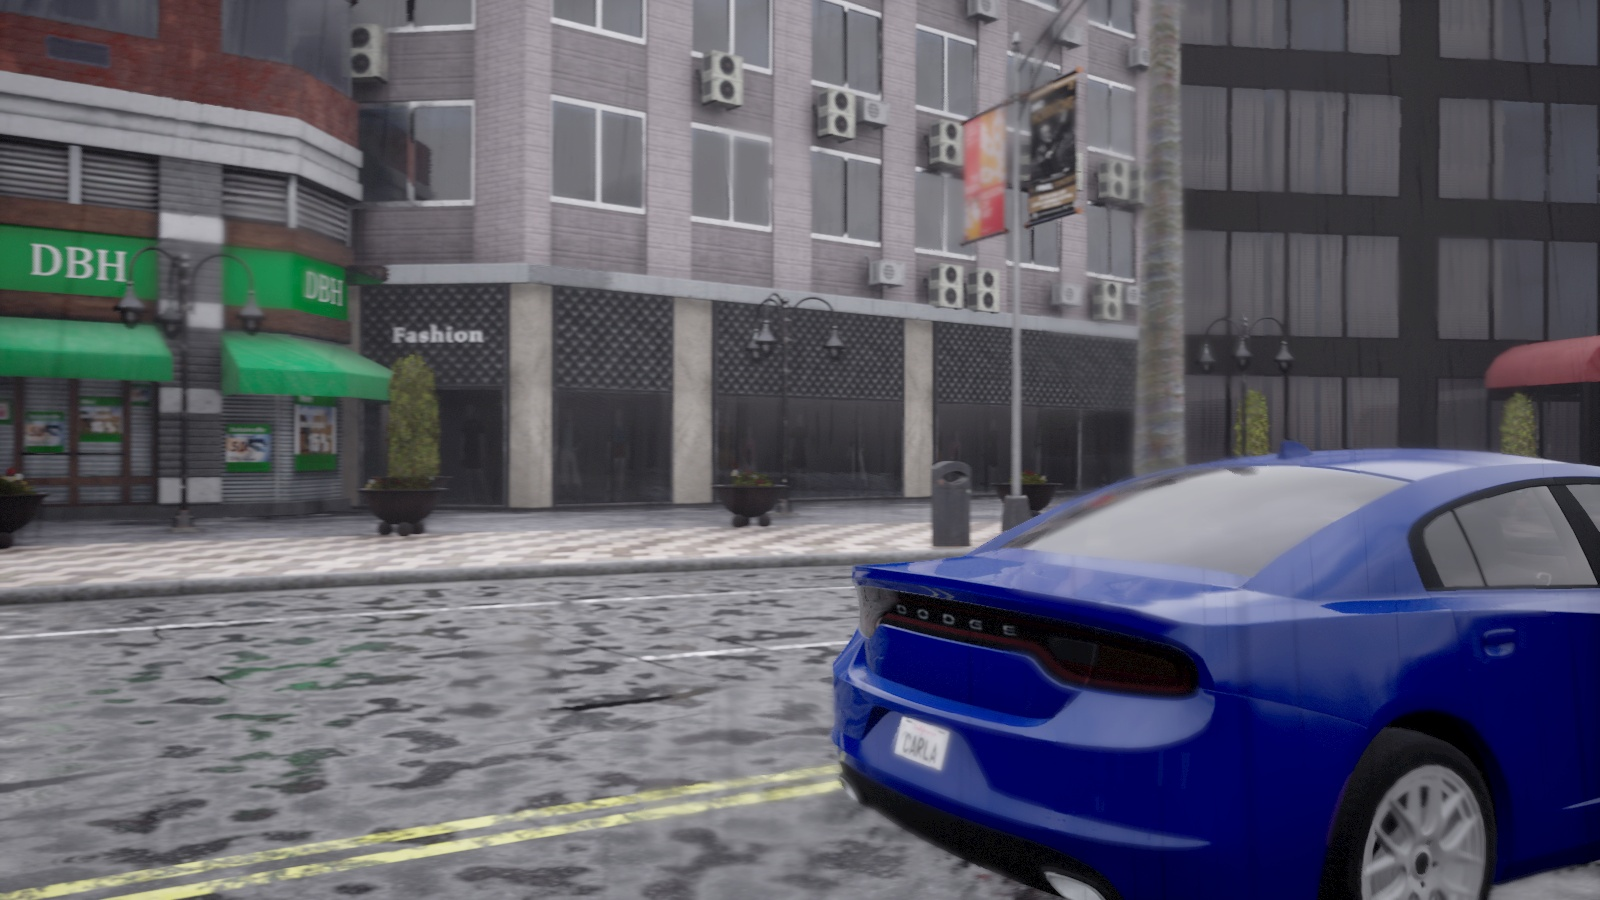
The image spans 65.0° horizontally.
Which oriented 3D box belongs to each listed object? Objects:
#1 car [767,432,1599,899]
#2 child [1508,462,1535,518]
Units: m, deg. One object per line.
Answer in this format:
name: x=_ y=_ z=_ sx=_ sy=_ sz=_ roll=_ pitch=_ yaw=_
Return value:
car: x=2.526 y=0.727 z=4.984 sx=5.008 sy=1.535 sz=1.882 roll=0 pitch=0 yaw=-29
child: x=14.440 y=0.802 z=25.130 sx=0.394 sy=1.110 sz=0.255 roll=0 pitch=0 yaw=-14
